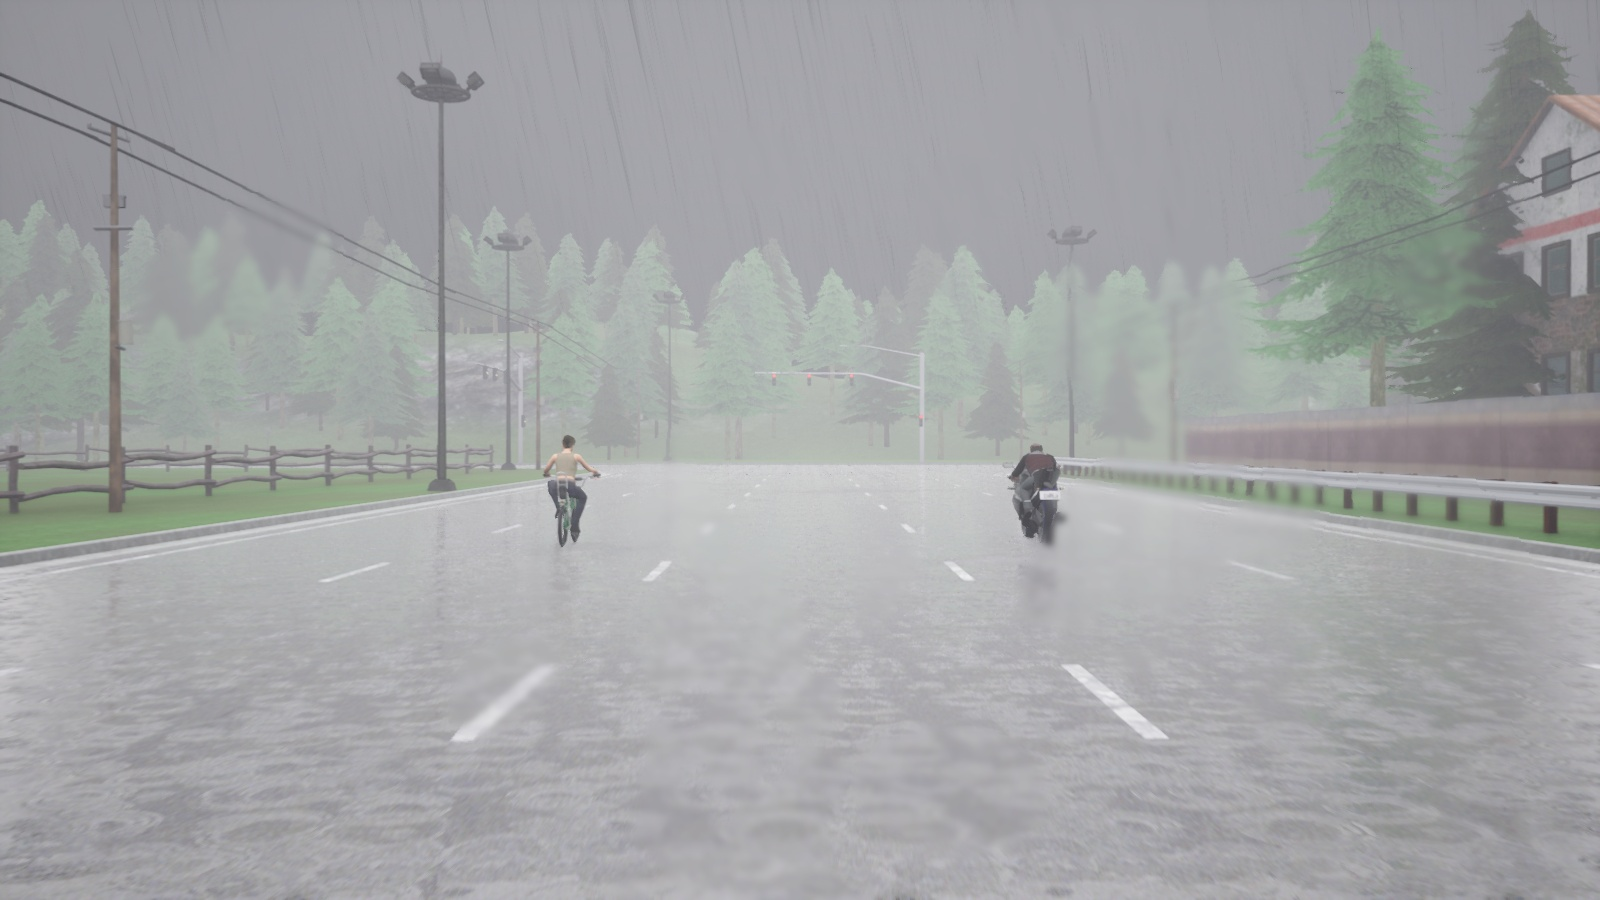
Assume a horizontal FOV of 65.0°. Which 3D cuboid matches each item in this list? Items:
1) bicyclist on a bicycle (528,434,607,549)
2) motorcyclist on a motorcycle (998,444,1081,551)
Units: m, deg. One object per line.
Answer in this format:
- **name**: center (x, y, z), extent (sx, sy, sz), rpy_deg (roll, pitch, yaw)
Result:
- **bicyclist on a bicycle**: center (-3.379, 0.579, 18.362), extent (0.866, 1.612, 1.509), rpy_deg (0, 0, 0)
- **motorcyclist on a motorcycle**: center (3.624, 0.678, 19.200), extent (0.866, 1.530, 2.191), rpy_deg (0, 0, 0)
